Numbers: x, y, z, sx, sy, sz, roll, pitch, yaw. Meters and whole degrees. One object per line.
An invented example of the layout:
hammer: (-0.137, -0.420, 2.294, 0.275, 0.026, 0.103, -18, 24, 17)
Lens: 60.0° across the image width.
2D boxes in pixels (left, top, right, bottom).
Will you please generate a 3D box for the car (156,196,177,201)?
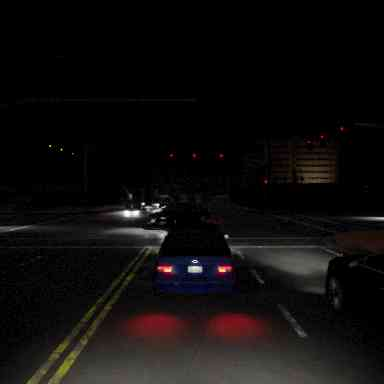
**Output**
car: (-3.649, 1.601, 47.643, 1.895, 1.301, 4.718, 0, 0, 0)

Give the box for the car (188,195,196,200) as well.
car: (-0.092, 1.531, 74.462, 2.033, 1.411, 5.357, 0, 0, 0)

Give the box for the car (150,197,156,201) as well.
car: (-7.157, 1.547, 52.377, 2.033, 1.411, 5.357, 0, 0, 0)

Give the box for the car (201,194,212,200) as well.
car: (3.407, 1.344, 74.756, 2.097, 1.767, 4.553, 0, 0, 0)

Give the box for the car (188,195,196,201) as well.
car: (-0.105, 1.425, 84.736, 1.994, 1.385, 4.181, 0, 0, 0)

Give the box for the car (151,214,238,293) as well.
car: (0.072, 1.547, 8.962, 2.033, 1.411, 5.357, 0, 0, 0)

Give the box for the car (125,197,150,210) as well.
car: (-7.194, 1.491, 42.628, 2.128, 1.511, 4.902, 0, 0, 2)

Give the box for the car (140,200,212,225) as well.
car: (-0.811, 1.506, 21.994, 1.837, 1.490, 4.892, -1, -1, 39)

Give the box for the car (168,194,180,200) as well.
car: (-3.653, 1.491, 56.968, 2.128, 1.511, 4.902, 0, 0, 0)

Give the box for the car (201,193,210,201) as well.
car: (3.395, 1.228, 84.712, 2.097, 1.767, 4.553, 0, 0, 0)

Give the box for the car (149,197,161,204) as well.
car: (-7.120, 1.600, 64.697, 1.895, 1.301, 4.718, 0, 0, 0)

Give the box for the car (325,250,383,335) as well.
car: (3.557, 1.491, 4.721, 2.128, 1.511, 4.902, 0, 0, 0)
